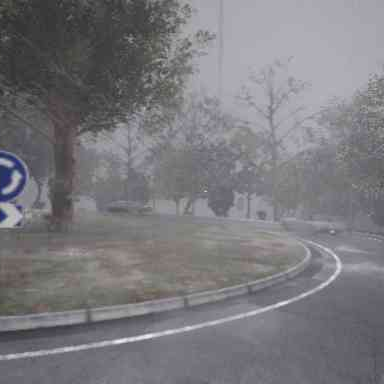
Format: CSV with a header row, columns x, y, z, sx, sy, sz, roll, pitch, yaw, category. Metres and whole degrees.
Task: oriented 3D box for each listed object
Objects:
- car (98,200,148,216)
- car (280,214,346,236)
x,y,z,sx,sy,sz,roll,pitch,yaw,category
-6.895,1.547,33.211,4.902,1.511,2.128,2,-1,4,car
7.943,2.130,22.528,1.895,1.301,4.718,2,-1,-18,car
